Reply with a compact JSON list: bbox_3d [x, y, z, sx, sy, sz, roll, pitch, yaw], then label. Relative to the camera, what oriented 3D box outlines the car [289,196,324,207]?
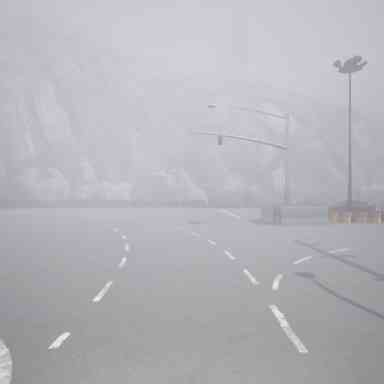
[{"bbox_3d":[14.294,1.267,41.011,4.553,1.767,2.097,0,0,-3],"label":"car"}]

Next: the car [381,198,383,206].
[{"bbox_3d":[24.662,1.409,41.544,4.902,1.511,2.128,0,0,-3],"label":"car"}]

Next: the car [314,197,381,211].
[{"bbox_3d":[14.209,1.442,30.503,4.892,1.490,1.837,0,0,-3],"label":"car"}]
